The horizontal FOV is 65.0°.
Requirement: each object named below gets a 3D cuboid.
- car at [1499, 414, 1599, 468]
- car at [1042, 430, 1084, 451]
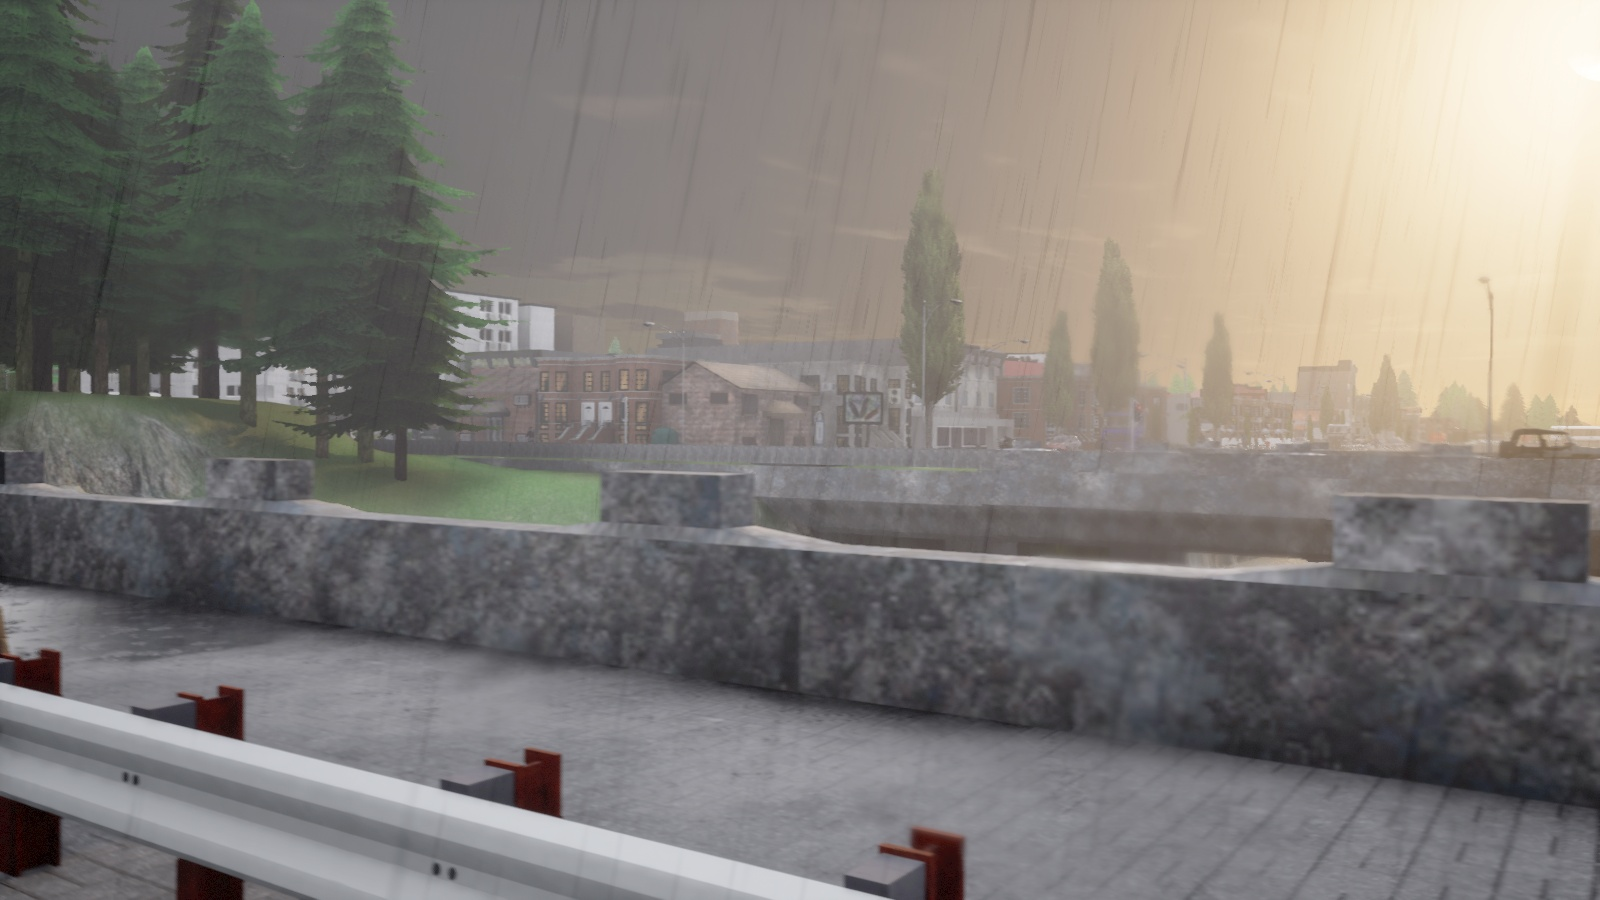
[{"bbox_3d":[27.547,-0.341,45.344,3.866,1.878,1.905,0,1,34],"label":"car"},{"bbox_3d":[19.333,-0.688,92.220,1.845,1.501,3.633,0,1,34],"label":"car"}]
